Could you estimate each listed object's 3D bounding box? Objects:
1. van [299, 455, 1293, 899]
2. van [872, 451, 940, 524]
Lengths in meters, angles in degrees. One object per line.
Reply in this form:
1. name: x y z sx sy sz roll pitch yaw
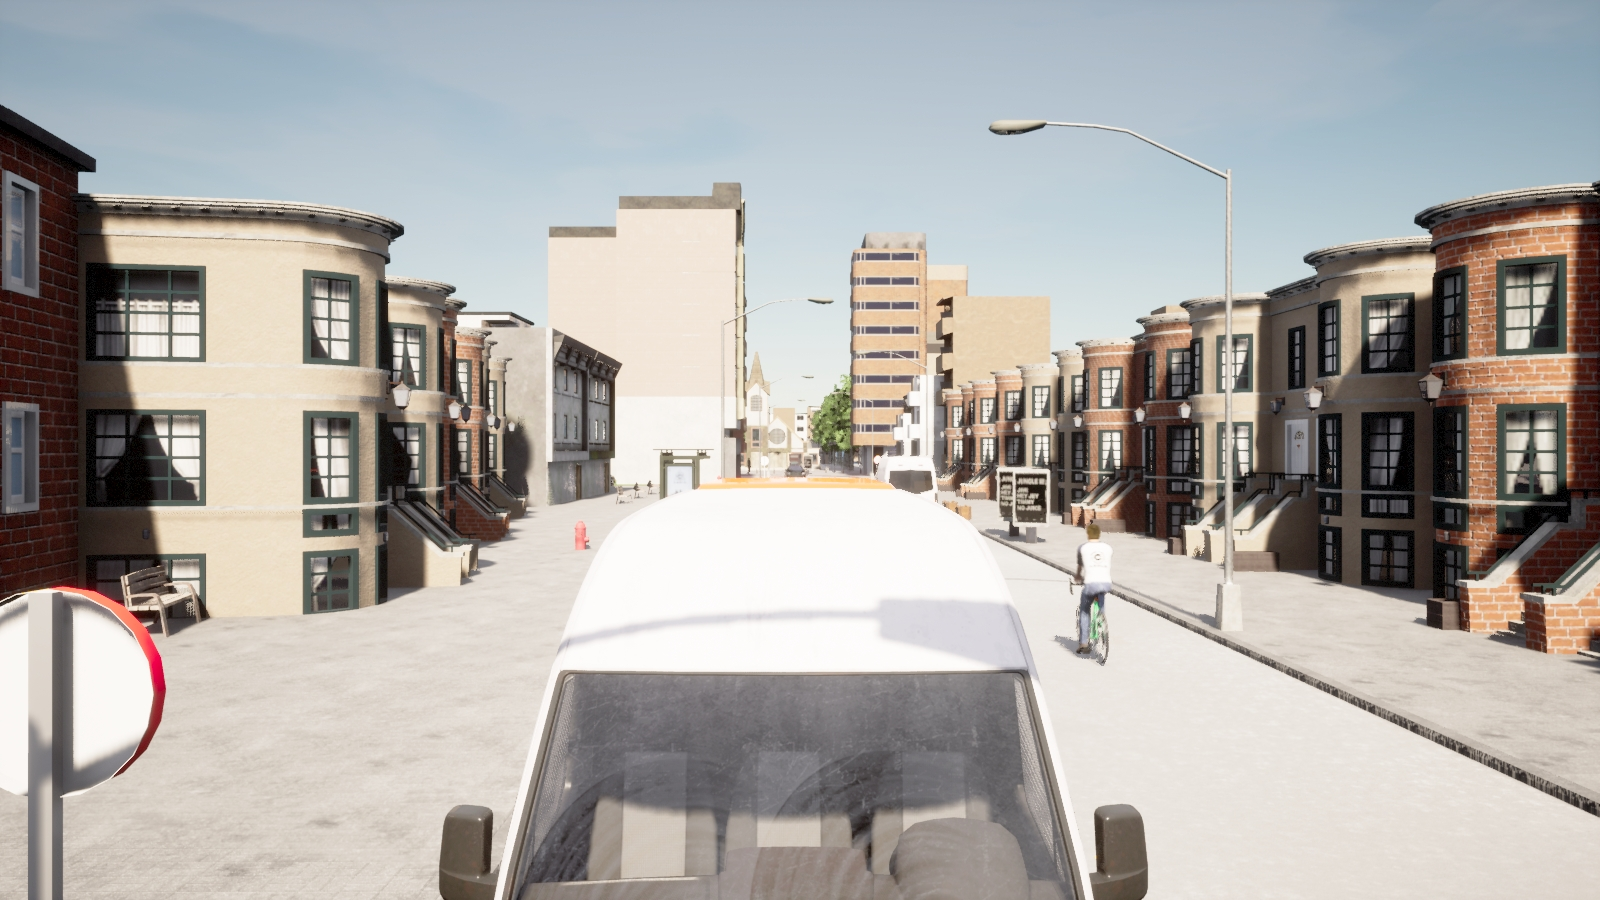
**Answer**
1. van: -0.019 1.314 5.243 1.988 2.561 5.915 0 0 0
2. van: 3.867 1.314 42.810 1.988 2.561 5.915 0 0 0
